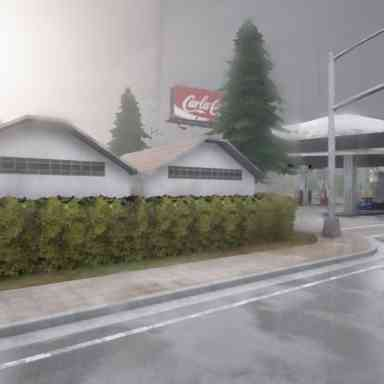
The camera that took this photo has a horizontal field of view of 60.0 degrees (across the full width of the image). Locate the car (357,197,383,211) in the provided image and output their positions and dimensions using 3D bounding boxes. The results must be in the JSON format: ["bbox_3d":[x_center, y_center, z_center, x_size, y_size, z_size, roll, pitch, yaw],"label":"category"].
[{"bbox_3d":[21.599,1.477,39.878,4.611,1.667,2.242,0,0,-36],"label":"car"}]

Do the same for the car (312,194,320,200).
[{"bbox_3d":[32.655,1.323,89.374,2.152,1.636,5.027,0,0,-36],"label":"car"}]
